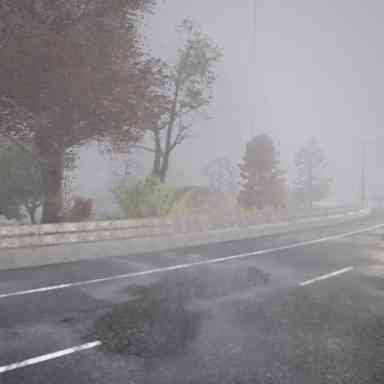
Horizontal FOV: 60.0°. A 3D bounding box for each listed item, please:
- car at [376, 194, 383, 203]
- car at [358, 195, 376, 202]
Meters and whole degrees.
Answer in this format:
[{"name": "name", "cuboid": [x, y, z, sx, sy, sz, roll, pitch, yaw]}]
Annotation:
[{"name": "car", "cuboid": [42.679, 1.359, 75.040, 2.150, 2.045, 5.566, 0, 0, 6]}, {"name": "car", "cuboid": [39.224, 1.734, 75.596, 1.895, 1.301, 4.718, 0, 0, 6]}]
